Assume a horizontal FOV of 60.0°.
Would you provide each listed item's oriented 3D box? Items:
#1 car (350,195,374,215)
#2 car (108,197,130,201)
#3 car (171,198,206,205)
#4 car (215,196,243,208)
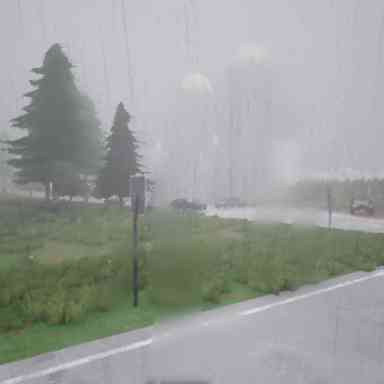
[{"bbox_3d":[16.591,1.257,32.561,1.905,1.878,3.866,0,0,24],"label":"car"},{"bbox_3d":[-12.212,1.490,52.985,1.895,1.301,4.718,0,0,-35],"label":"car"},{"bbox_3d":[-0.382,1.363,35.899,1.882,1.535,5.008,0,0,-35],"label":"car"},{"bbox_3d":[5.006,1.380,45.016,3.988,1.617,1.851,0,0,-36],"label":"car"}]
